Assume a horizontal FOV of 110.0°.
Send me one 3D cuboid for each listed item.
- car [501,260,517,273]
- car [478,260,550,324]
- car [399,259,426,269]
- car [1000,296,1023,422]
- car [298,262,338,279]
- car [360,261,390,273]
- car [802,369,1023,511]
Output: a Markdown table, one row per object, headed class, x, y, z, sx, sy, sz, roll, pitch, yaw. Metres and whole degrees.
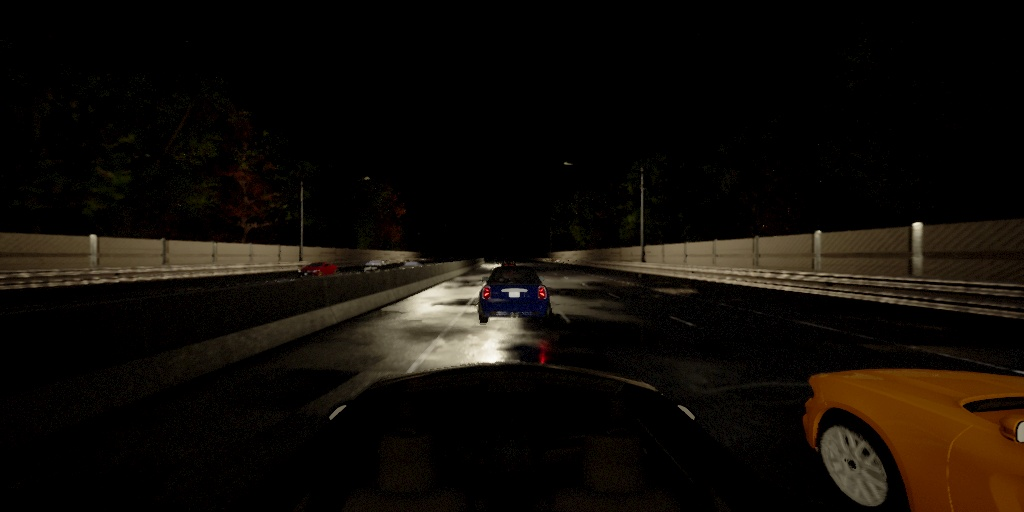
| class | x | y | z | sx | sy | sz | roll | pitch | yaw |
| --- | --- | --- | --- | --- | --- | --- | --- | --- | --- |
| car | -0.436 | 1.270 | 44.248 | 1.837 | 1.490 | 4.892 | 0 | 0 | -1 |
| car | 0.055 | 1.106 | 12.192 | 2.097 | 1.767 | 4.553 | 0 | 0 | 0 |
| car | -11.028 | 1.309 | 39.989 | 2.033 | 1.411 | 5.357 | 0 | 0 | -1 |
| car | 7.092 | 1.254 | 2.087 | 1.837 | 1.490 | 4.892 | 0 | 0 | 0 |
| car | -17.903 | 1.285 | 33.363 | 1.812 | 1.442 | 4.674 | 0 | 0 | -1 |
| car | -14.490 | 1.252 | 38.107 | 2.128 | 1.511 | 4.902 | 0 | 0 | -1 |
| car | 3.592 | 1.227 | 1.212 | 1.882 | 1.535 | 5.008 | 0 | 0 | 0 |
